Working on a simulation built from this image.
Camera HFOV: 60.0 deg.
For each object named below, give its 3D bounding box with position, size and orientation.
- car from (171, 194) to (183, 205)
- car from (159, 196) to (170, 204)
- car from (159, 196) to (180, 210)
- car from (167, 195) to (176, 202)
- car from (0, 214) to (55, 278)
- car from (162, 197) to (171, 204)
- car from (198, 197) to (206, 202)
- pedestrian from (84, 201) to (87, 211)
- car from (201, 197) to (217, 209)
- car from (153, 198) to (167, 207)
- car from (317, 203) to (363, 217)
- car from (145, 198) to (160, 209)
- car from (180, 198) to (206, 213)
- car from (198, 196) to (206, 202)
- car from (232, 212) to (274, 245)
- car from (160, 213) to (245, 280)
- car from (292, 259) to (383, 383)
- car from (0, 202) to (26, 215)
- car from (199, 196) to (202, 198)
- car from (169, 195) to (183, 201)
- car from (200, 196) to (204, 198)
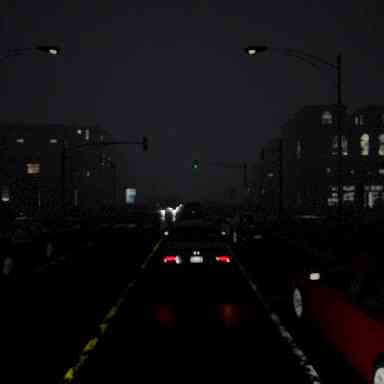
[{"bbox_3d":[-3.017,1.538,68.256,2.150,2.045,5.566,0,0,0],"label":"car"},{"bbox_3d":[-5.703,1.766,70.297,1.967,1.590,4.097,0,0,0],"label":"car"},{"bbox_3d":[-3.120,1.744,47.247,1.812,1.442,4.674,0,0,1],"label":"car"},{"bbox_3d":[-5.708,1.749,92.386,2.192,1.841,5.009,0,0,0],"label":"car"},{"bbox_3d":[-5.689,1.598,10.131,2.008,1.369,4.403,0,0,0],"label":"car"},{"bbox_3d":[-5.705,1.877,75.649,1.752,1.417,4.829,0,0,0],"label":"car"},{"bbox_3d":[2.671,1.985,92.373,2.008,1.369,4.403,0,0,0],"label":"car"},{"bbox_3d":[-12.561,1.591,39.340,0.375,1.300,0.375,0,-1,1],"label":"pedestrian"},{"bbox_3d":[2.682,1.788,48.198,1.947,1.339,4.313,0,0,0],"label":"car"},{"bbox_3d":[-5.701,1.825,59.252,2.008,1.369,4.403,0,0,0],"label":"car"},{"bbox_3d":[14.802,1.803,33.387,4.181,1.385,1.994,0,-1,1],"label":"car"},{"bbox_3d":[-5.698,1.804,48.209,1.802,1.307,4.206,0,0,0],"label":"car"},{"bbox_3d":[0.093,1.626,32.167,1.882,1.535,5.008,0,0,0],"label":"car"},{"bbox_3d":[2.673,1.847,86.851,1.967,1.590,4.097,0,0,0],"label":"car"},{"bbox_3d":[2.690,1.624,15.808,2.008,1.369,4.403,0,0,0],"label":"car"},{"bbox_3d":[0.097,1.594,10.078,2.033,1.411,5.357,0,0,0],"label":"car"},{"bbox_3d":[2.693,1.566,4.424,1.887,1.381,4.507,0,0,0],"label":"car"},{"bbox_3d":[-18.378,1.606,30.692,5.357,1.411,2.033,0,-1,1],"label":"car"},{"bbox_3d":[2.675,1.904,75.807,2.008,1.369,4.403,0,0,0],"label":"car"},{"bbox_3d":[-3.080,1.758,57.599,2.128,1.511,4.902,0,0,0],"label":"car"},{"bbox_3d":[2.679,1.856,59.240,1.802,1.307,4.206,0,0,0],"label":"car"}]
